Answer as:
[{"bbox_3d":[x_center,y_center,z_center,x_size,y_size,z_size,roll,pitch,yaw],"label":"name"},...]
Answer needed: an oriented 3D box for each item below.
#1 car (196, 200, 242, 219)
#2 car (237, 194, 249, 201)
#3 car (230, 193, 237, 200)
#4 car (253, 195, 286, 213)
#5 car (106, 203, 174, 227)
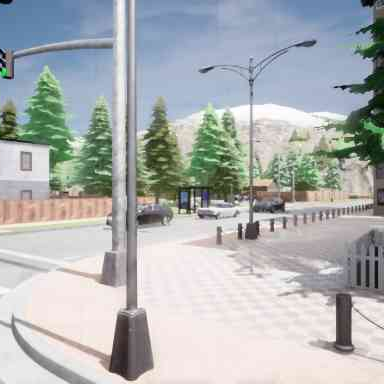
[{"bbox_3d":[2.399,1.586,28.628,1.895,1.301,4.718,0,0,37],"label":"car"},{"bbox_3d":[13.001,1.144,77.963,1.932,1.855,4.605,0,0,36],"label":"car"},{"bbox_3d":[10.737,1.146,79.124,1.905,1.878,3.866,0,0,36],"label":"car"},{"bbox_3d":[8.594,1.337,36.734,2.097,1.767,4.553,0,0,38],"label":"car"},{"bbox_3d":[-3.223,1.476,21.240,2.128,1.511,4.902,0,0,37],"label":"car"}]
